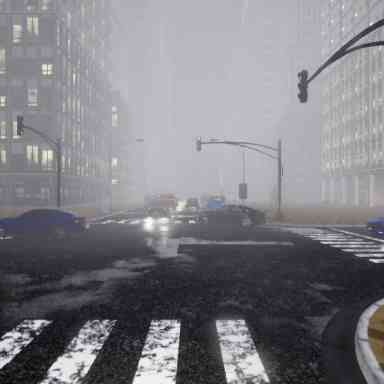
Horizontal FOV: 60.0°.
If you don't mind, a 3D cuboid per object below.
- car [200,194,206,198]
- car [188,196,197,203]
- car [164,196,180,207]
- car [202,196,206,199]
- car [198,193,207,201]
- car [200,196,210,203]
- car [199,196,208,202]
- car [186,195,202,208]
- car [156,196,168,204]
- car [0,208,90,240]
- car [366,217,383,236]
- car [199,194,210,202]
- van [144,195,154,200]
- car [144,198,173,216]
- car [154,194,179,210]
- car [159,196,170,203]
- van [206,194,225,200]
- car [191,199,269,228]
[{"bbox_3d":[2.689,1.313,63.606,2.192,1.841,5.009,0,0,0],"label":"car"},{"bbox_3d":[0.051,1.593,72.708,1.895,1.301,4.718,0,0,0],"label":"car"},{"bbox_3d":[-3.138,1.491,53.229,2.128,1.511,4.902,0,0,0],"label":"car"},{"bbox_3d":[2.623,1.544,41.452,1.887,1.381,4.507,0,0,0],"label":"car"},{"bbox_3d":[2.778,1.309,85.764,2.192,1.841,5.009,0,0,0],"label":"car"},{"bbox_3d":[2.710,1.542,69.145,1.887,1.381,4.507,0,0,0],"label":"car"},{"bbox_3d":[2.755,1.561,80.225,1.947,1.339,4.313,0,0,0],"label":"car"},{"bbox_3d":[0.036,1.547,47.304,2.033,1.411,5.357,0,0,0],"label":"car"},{"bbox_3d":[-5.692,1.564,63.639,1.947,1.339,4.313,0,0,0],"label":"car"},{"bbox_3d":[-7.448,1.497,16.384,4.674,1.442,1.812,1,0,-1],"label":"car"},{"bbox_3d":[11.460,1.581,16.788,5.008,1.535,1.882,0,0,-1],"label":"car"},{"bbox_3d":[2.733,1.311,74.685,2.192,1.841,5.009,0,0,0],"label":"car"},{"bbox_3d":[-5.757,1.340,47.022,1.690,1.788,3.998,0,0,0],"label":"van"},{"bbox_3d":[-3.226,1.600,32.880,1.895,1.301,4.718,0,0,0],"label":"car"},{"bbox_3d":[-3.179,1.221,42.925,2.150,2.045,5.566,0,0,1],"label":"car"},{"bbox_3d":[-5.670,1.548,69.178,2.008,1.369,4.403,0,0,0],"label":"car"},{"bbox_3d":[2.692,1.340,35.914,1.690,1.788,3.998,0,0,0],"label":"van"},{"bbox_3d":[2.663,1.509,22.199,4.892,1.490,1.837,1,2,30],"label":"car"}]
